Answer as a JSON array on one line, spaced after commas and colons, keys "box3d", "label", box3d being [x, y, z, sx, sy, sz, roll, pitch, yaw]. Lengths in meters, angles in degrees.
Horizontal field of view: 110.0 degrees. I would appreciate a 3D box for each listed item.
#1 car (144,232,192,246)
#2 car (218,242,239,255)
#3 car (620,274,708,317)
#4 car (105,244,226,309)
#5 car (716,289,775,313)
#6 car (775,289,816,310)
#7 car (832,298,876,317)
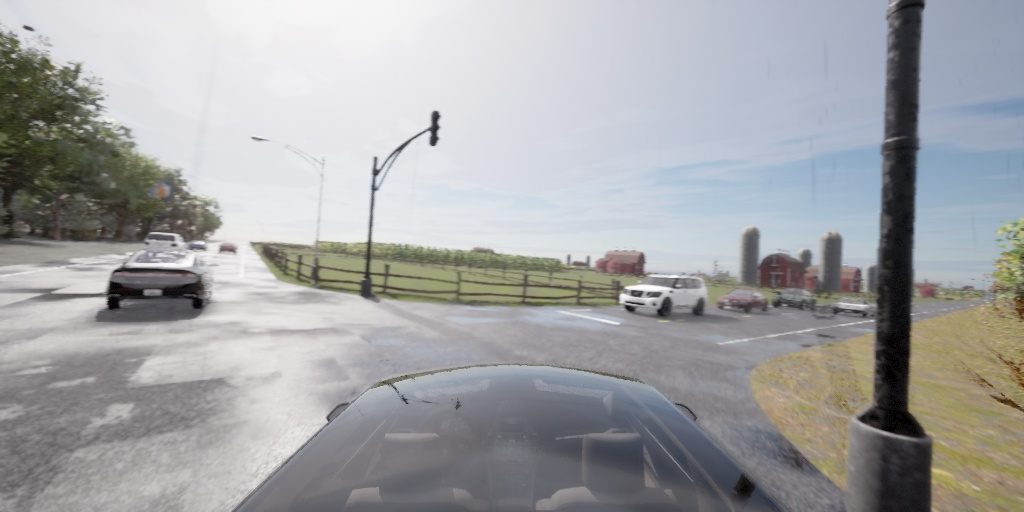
[{"box3d": [-28.410, -0.845, 29.505, 2.150, 2.045, 5.566, 5, -1, -37], "label": "car"}, {"box3d": [-36.751, -1.015, 46.445, 1.837, 1.490, 4.892, 5, -1, -37], "label": "car"}, {"box3d": [8.113, 1.986, 18.814, 5.566, 2.045, 2.150, 5, -2, -36], "label": "car"}, {"box3d": [-10.119, 0.587, 10.638, 2.128, 1.511, 4.902, 5, -1, -37], "label": "car"}, {"box3d": [15.867, 3.014, 24.539, 4.674, 1.442, 1.812, 5, -2, -37], "label": "car"}, {"box3d": [24.102, 3.608, 30.595, 4.553, 1.767, 2.097, 5, -2, -36], "label": "car"}, {"box3d": [26.866, 3.980, 28.055, 4.718, 1.301, 1.895, 5, -2, -36], "label": "car"}]
